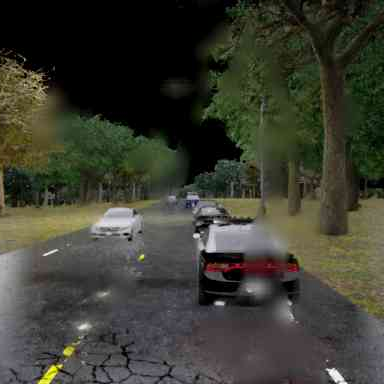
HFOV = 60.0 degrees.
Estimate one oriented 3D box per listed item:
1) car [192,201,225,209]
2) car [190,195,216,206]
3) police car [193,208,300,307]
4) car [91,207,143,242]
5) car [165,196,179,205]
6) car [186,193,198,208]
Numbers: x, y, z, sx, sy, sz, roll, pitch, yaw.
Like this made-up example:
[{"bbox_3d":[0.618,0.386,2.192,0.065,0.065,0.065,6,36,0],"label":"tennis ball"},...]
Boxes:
[{"bbox_3d":[1.084,1.465,18.102,1.882,1.535,5.008,0,0,0],"label":"car"},{"bbox_3d":[1.094,1.324,24.073,2.097,1.767,4.553,0,0,0],"label":"car"},{"bbox_3d":[1.066,1.425,8.210,1.930,1.638,5.238,0,0,0],"label":"police car"},{"bbox_3d":[-3.570,1.515,16.604,1.812,1.442,4.674,0,0,0],"label":"car"},{"bbox_3d":[-3.395,1.372,56.370,1.812,1.442,4.674,0,0,0],"label":"car"},{"bbox_3d":[0.128,1.359,46.887,1.882,1.535,5.008,0,0,1],"label":"car"}]
